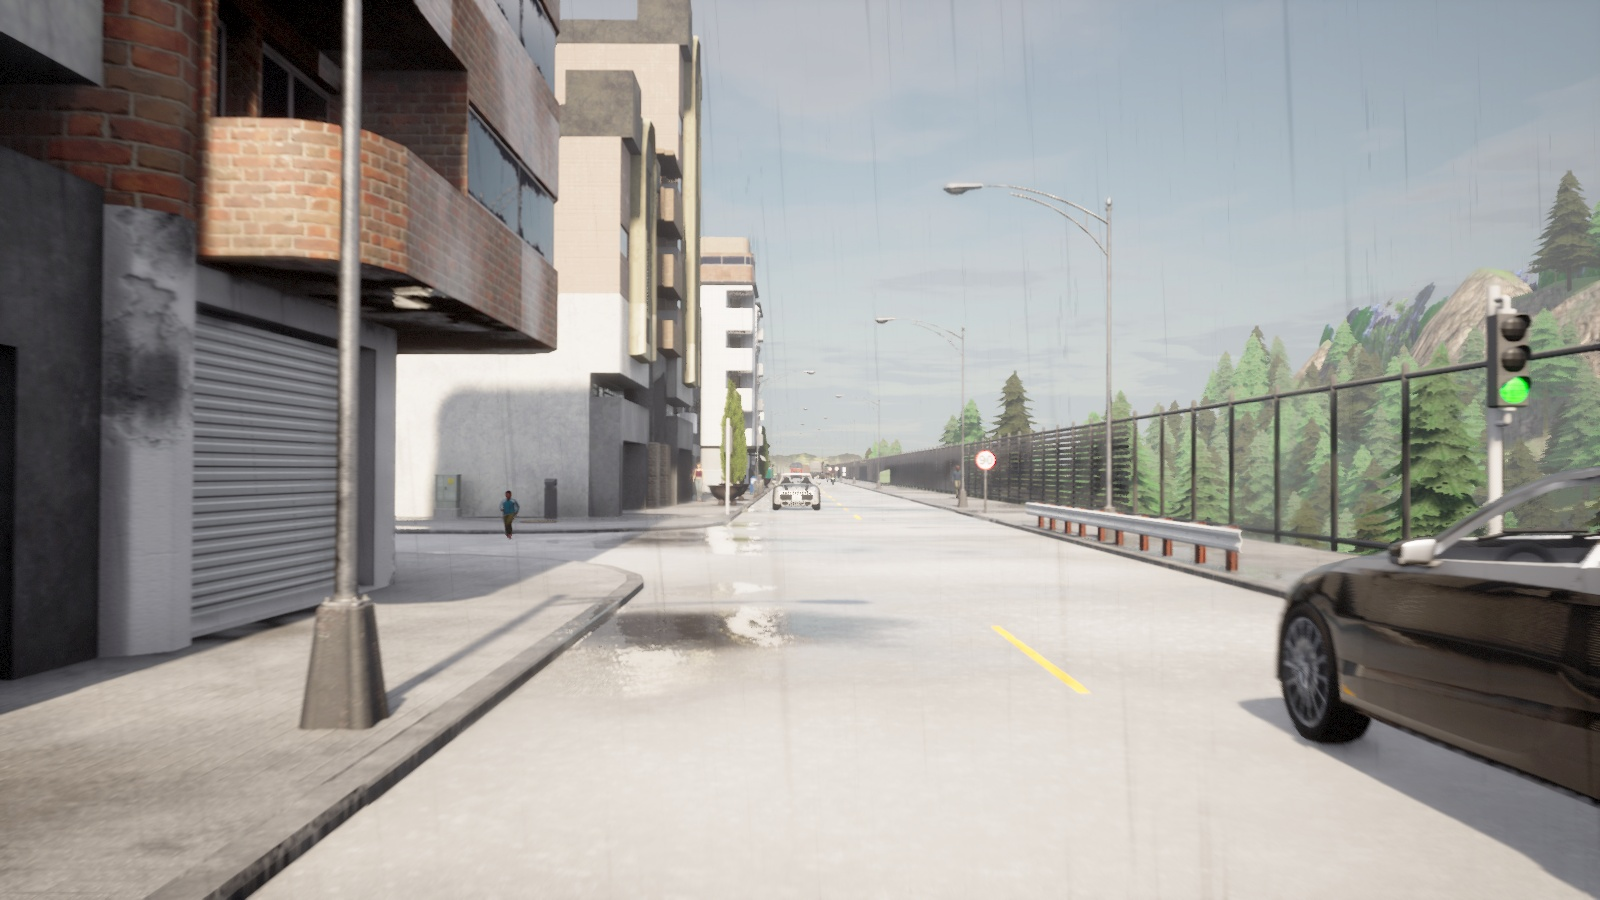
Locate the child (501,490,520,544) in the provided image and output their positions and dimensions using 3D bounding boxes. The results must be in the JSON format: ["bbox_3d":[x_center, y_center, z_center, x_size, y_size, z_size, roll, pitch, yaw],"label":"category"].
[{"bbox_3d":[-6.465,1.490,28.054,0.343,1.192,0.448,0,-1,0],"label":"child"}]

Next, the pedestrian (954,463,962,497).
[{"bbox_3d":[8.478,1.621,67.510,0.370,1.835,0.726,0,-1,2],"label":"pedestrian"}]

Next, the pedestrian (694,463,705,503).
[{"bbox_3d":[-4.651,1.514,58.156,0.345,1.836,0.594,0,-1,13],"label":"pedestrian"}]

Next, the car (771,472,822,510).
[{"bbox_3d":[-0.127,1.633,50.922,1.970,1.475,3.806,0,-1,0],"label":"car"}]

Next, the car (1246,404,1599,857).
[{"bbox_3d":[3.986,0.672,5.651,2.152,1.651,5.027,0,-1,0],"label":"car"}]
